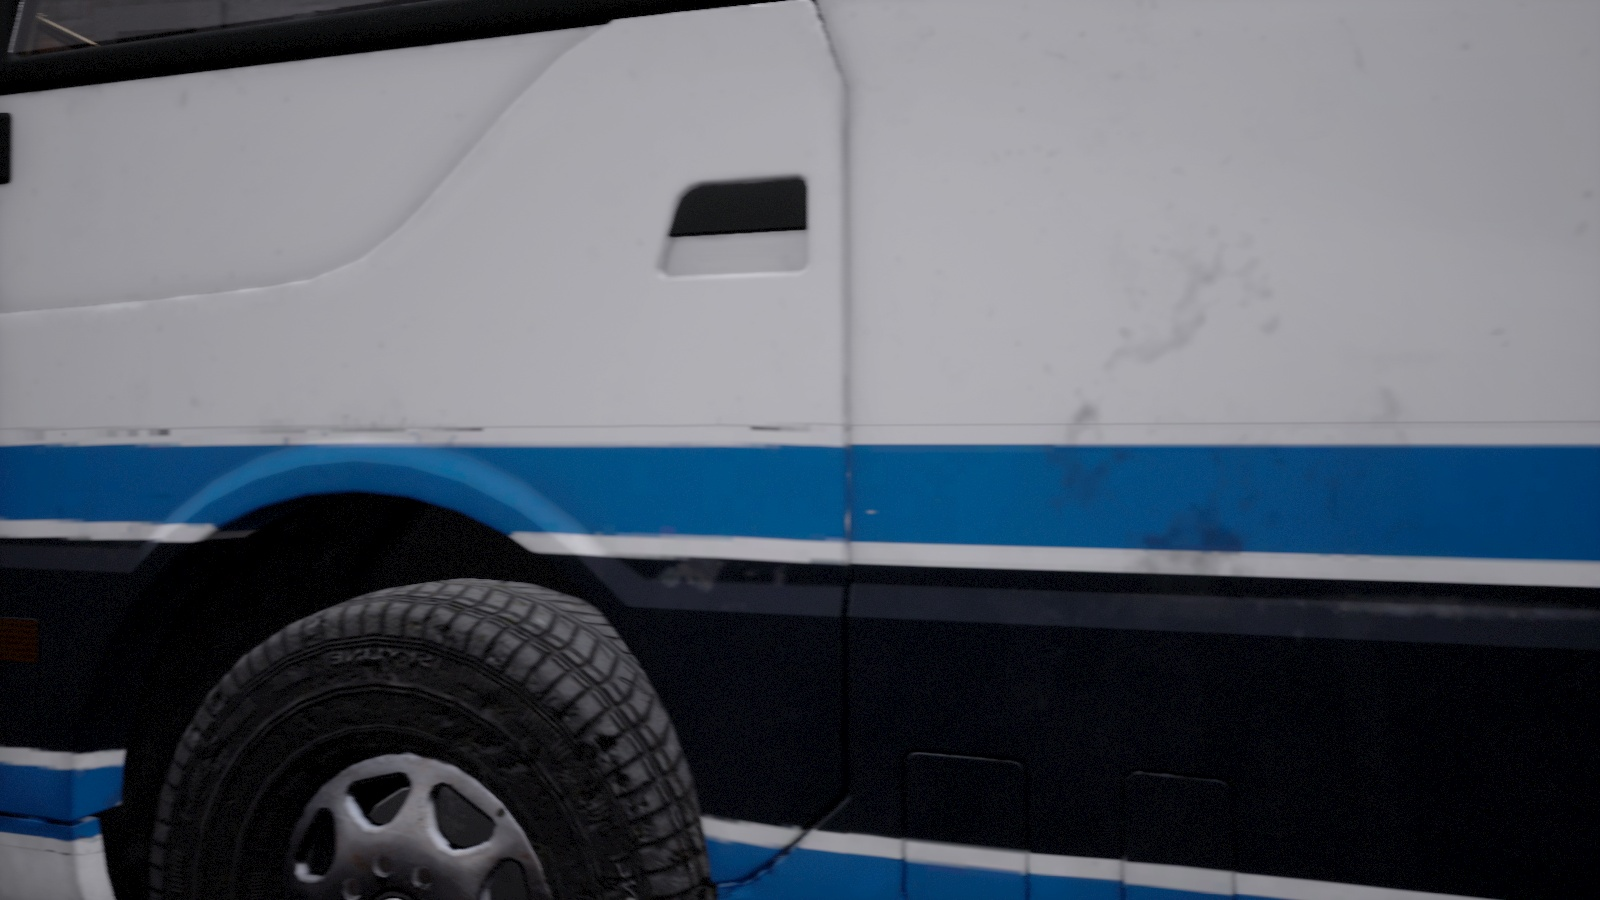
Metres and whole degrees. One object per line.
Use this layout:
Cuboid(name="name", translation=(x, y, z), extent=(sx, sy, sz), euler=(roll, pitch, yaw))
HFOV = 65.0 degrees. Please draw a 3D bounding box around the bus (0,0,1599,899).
Cuboid(name="bus", translation=(2.492, -0.586, 2.860), extent=(10.273, 4.253, 3.944), euler=(1, 1, 19))
